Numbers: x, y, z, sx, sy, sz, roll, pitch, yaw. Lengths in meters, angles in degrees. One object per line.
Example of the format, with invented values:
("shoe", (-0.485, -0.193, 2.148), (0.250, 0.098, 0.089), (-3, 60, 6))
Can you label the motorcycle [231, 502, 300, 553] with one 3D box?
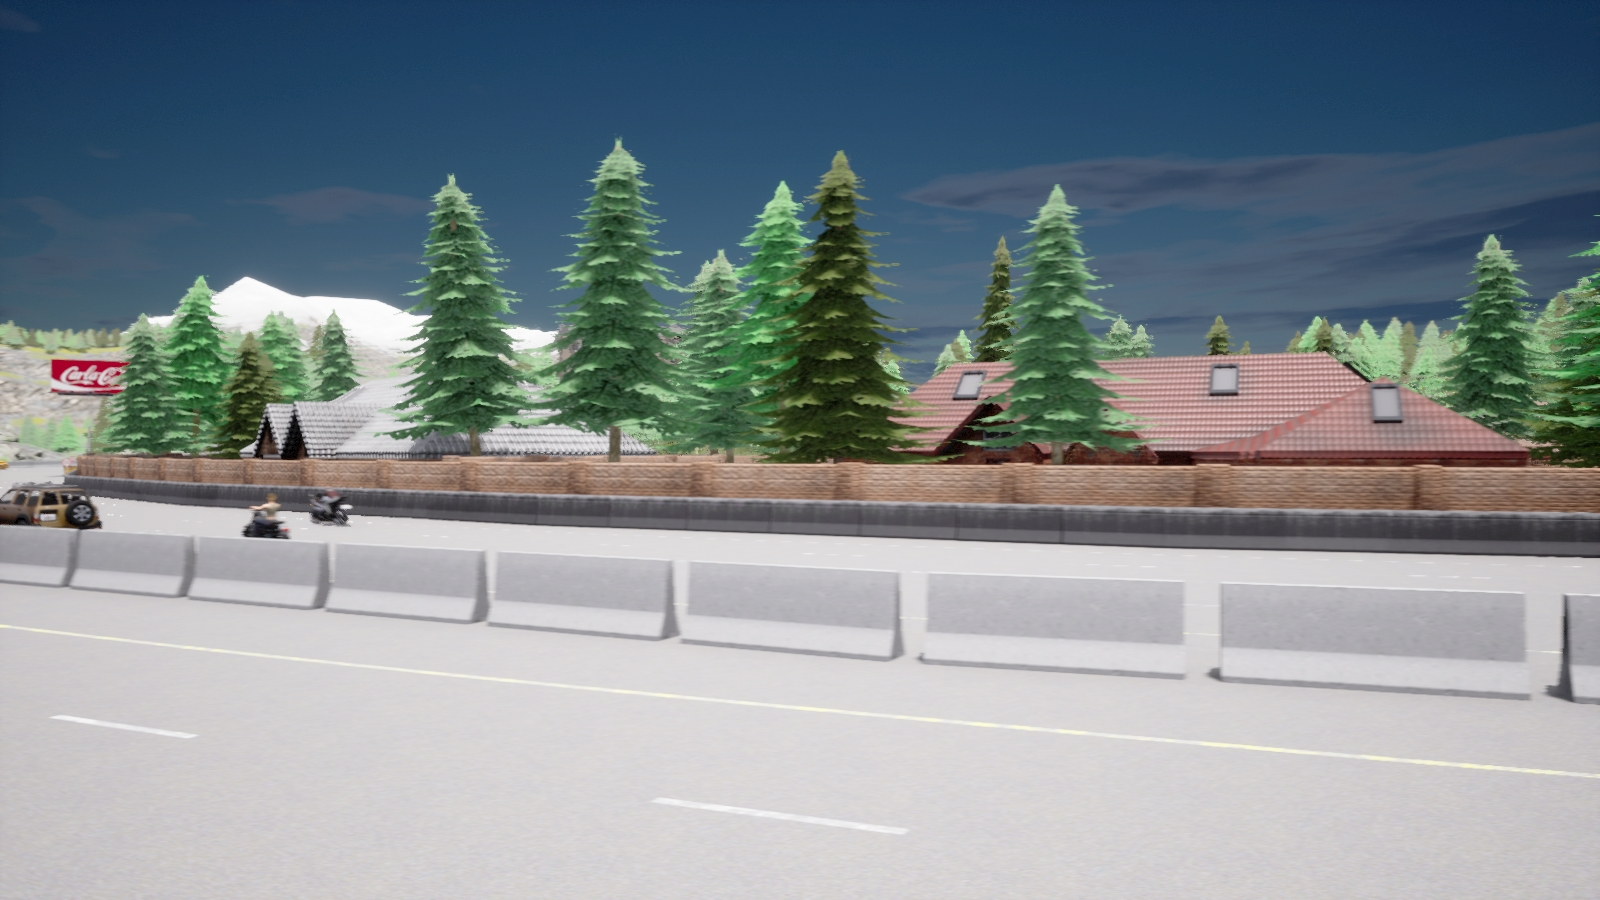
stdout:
("motorcycle", (-15.279, 2.195, 32.641), (2.356, 1.325, 0.764), (-1, -1, 37))

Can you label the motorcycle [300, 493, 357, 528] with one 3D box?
("motorcycle", (-17.926, 2.271, 43.424), (2.209, 1.251, 0.867), (0, -2, 34))

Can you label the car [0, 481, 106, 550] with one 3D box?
("car", (-23.157, 1.911, 34.517), (4.605, 1.855, 1.932), (0, 0, 33))
